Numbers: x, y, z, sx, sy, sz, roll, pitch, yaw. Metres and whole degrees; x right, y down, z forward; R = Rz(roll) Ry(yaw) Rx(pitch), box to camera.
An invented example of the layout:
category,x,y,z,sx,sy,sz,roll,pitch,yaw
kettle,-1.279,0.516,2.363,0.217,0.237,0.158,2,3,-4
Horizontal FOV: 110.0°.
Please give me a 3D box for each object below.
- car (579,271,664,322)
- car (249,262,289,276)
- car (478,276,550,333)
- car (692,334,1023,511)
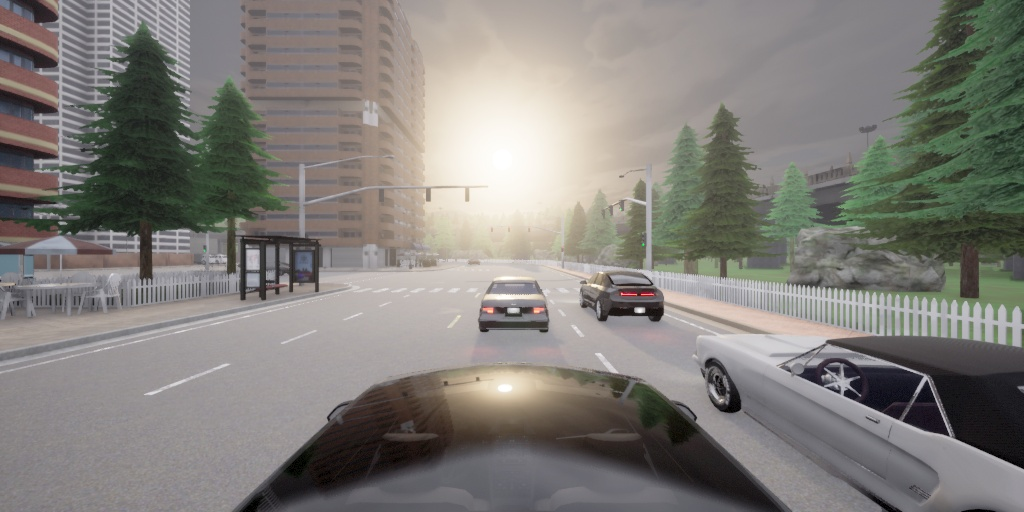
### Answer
category,x,y,z,sx,sy,sz,roll,pitch,yaw
car,3.565,1.255,12.353,1.837,1.490,4.892,0,0,1
car,-25.136,1.331,37.742,4.674,1.442,1.812,0,0,0
car,0.078,1.297,10.764,2.033,1.411,5.357,0,0,1
car,3.513,1.351,3.090,1.895,1.301,4.718,0,0,1
